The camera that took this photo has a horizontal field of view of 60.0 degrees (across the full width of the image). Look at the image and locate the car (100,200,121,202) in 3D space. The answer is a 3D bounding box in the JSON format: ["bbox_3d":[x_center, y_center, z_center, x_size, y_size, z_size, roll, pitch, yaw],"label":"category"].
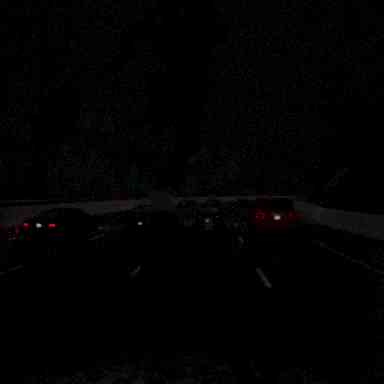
[{"bbox_3d":[-14.731,1.118,64.130,2.150,2.045,5.566,1,0,18],"label":"car"}]

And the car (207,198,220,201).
[{"bbox_3d":[3.203,1.667,50.276,1.994,1.385,4.181,1,0,15],"label":"car"}]

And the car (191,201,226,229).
[{"bbox_3d":[1.258,1.569,21.923,1.812,1.442,4.674,0,0,7],"label":"car"}]

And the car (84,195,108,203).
[{"bbox_3d":[-18.451,1.356,63.957,2.128,1.511,4.902,1,0,16],"label":"car"}]

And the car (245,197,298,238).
[{"bbox_3d":[4.322,1.299,18.401,2.150,2.045,5.566,0,0,6],"label":"car"}]

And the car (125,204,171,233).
[{"bbox_3d":[-2.444,1.472,19.715,1.882,1.535,5.008,0,0,6],"label":"car"}]

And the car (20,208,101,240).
[{"bbox_3d":[-6.329,1.490,16.745,2.033,1.411,5.357,1,0,5],"label":"car"}]

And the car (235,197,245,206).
[{"bbox_3d":[8.584,1.670,56.456,2.128,1.511,4.902,0,0,18],"label":"car"}]

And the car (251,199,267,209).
[{"bbox_3d":[10.291,1.793,50.676,1.895,1.301,4.718,1,0,17],"label":"car"}]

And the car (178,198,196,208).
[{"bbox_3d":[-0.609,1.619,49.565,1.994,1.385,4.181,1,0,15],"label":"car"}]
